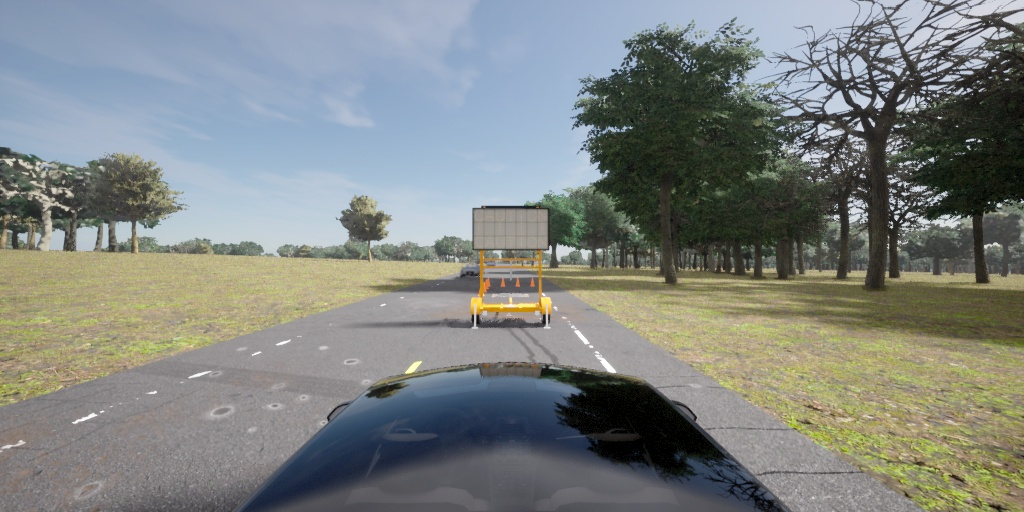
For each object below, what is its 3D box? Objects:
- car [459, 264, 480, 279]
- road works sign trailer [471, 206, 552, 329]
[{"bbox_3d":[-3.831,1.429,34.379,1.994,1.385,4.181,0,0,-1],"label":"car"},{"bbox_3d":[-0.035,0.226,11.313,2.380,3.560,2.880,0,0,0],"label":"road works sign trailer"}]
